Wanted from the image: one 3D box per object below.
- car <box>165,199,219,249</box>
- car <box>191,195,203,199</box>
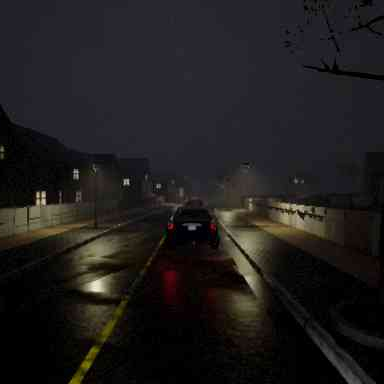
[{"bbox_3d":[0.000,1.374,14.649,2.097,1.767,4.553,0,0,0],"label":"car"},{"bbox_3d":[0.305,1.411,29.589,2.097,1.767,4.553,0,0,2],"label":"car"}]
